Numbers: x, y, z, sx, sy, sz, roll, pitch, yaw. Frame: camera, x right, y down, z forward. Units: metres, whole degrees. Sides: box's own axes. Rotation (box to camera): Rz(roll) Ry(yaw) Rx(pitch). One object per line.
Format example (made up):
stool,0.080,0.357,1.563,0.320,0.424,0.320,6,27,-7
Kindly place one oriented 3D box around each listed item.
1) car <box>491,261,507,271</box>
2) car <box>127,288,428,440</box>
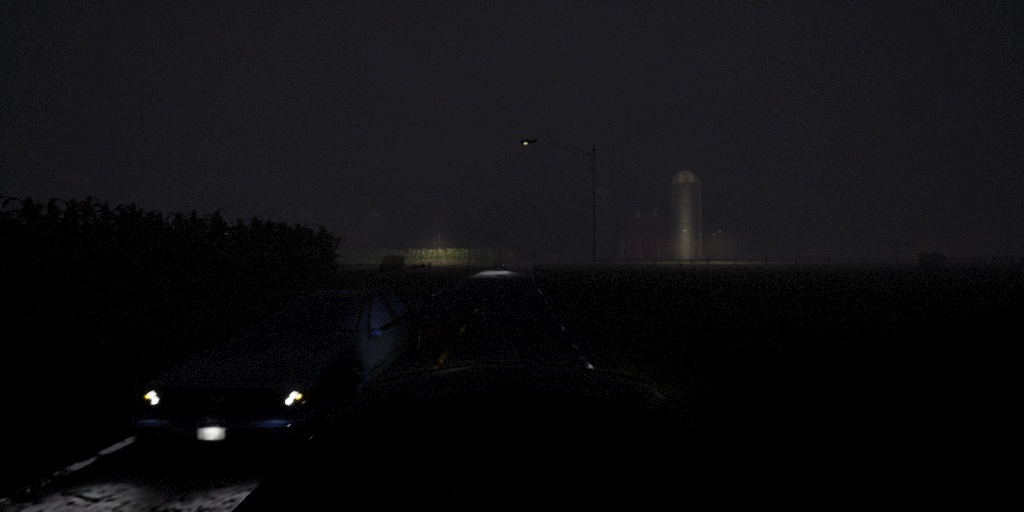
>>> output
car,-1.714,1.285,48.109,1.895,1.301,4.718,0,0,3
car,-2.832,1.290,6.050,2.033,1.411,5.357,0,0,0
